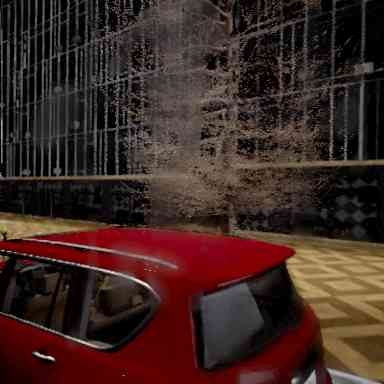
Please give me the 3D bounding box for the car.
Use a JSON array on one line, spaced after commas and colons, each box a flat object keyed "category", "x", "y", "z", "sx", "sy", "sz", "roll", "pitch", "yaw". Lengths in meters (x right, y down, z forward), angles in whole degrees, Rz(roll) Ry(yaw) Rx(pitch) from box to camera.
[{"category": "car", "x": -1.197, "y": 1.308, "z": 3.517, "sx": 5.009, "sy": 1.841, "sz": 2.192, "roll": 0, "pitch": 1, "yaw": 36}]
